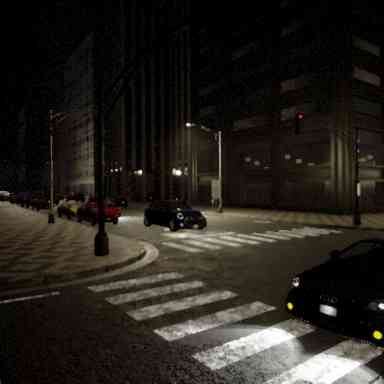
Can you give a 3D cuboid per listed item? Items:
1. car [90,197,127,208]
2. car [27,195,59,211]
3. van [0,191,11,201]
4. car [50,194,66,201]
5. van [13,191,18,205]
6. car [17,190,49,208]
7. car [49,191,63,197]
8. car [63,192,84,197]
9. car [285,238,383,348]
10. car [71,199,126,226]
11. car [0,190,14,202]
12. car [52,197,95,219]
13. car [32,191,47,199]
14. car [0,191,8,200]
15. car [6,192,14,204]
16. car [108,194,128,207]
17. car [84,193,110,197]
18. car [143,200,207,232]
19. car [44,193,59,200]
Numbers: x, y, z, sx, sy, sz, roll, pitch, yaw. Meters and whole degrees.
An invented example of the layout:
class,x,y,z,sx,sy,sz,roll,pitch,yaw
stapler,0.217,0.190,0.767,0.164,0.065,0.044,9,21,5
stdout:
class,x,y,z,sx,sy,sz,roll,pitch,yaw
car,-7.713,1.415,29.187,1.994,1.385,4.181,0,1,-36
car,-16.412,1.320,36.558,1.887,1.381,4.507,0,0,-36
van,-36.132,0.795,63.942,1.690,1.788,3.998,0,0,-36
car,-25.927,1.039,64.359,1.802,1.307,4.206,0,0,-36
van,-22.985,1.015,45.686,1.690,1.788,3.998,0,0,-36
car,-19.698,1.040,41.121,2.192,1.841,5.009,0,0,-36
car,-20.228,0.887,46.674,2.150,2.045,5.566,0,1,-35
car,-19.351,0.883,55.229,2.192,1.841,5.009,0,0,-36
car,3.675,1.602,6.172,4.181,1.385,1.994,0,0,-35
car,-6.551,1.459,22.865,1.887,1.381,4.507,0,0,-36
car,-32.847,0.950,59.379,1.967,1.590,4.097,0,0,-36
car,-9.739,1.396,27.291,1.752,1.417,4.829,0,0,-36
car,-35.785,0.601,78.049,2.192,1.841,5.009,0,0,-36
car,-39.419,0.712,68.506,2.192,1.841,5.009,0,0,-36
car,-26.274,1.172,50.251,2.008,1.369,4.403,0,0,-36
car,-9.493,1.287,41.538,1.947,1.339,4.313,0,0,-36
car,-12.778,0.987,46.101,2.192,1.841,5.009,0,0,-36
car,-1.097,1.292,19.996,2.097,1.767,4.553,0,1,-36
car,-29.214,0.945,68.922,1.887,1.381,4.507,0,0,-36
